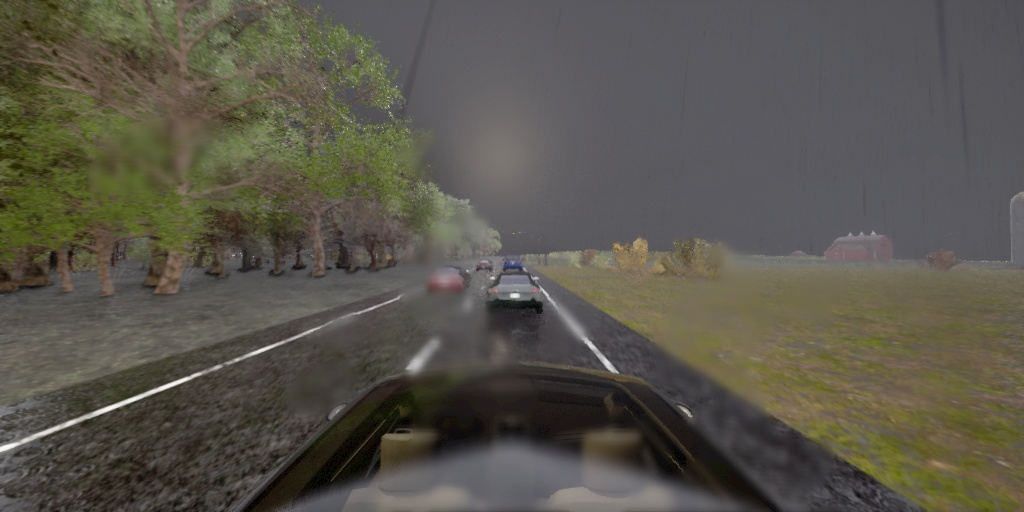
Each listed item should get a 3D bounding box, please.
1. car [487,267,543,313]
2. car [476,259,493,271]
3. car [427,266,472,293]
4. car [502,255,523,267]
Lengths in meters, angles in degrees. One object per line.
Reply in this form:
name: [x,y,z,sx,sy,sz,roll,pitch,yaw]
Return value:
car: [0.101,1.281,13.830,1.994,1.385,4.181,0,0,0]
car: [-3.400,1.147,44.976,1.812,1.442,4.674,0,0,0]
car: [-3.400,1.263,20.185,1.994,1.385,4.181,0,0,0]
car: [0.101,0.856,40.744,2.150,2.045,5.566,0,0,0]
